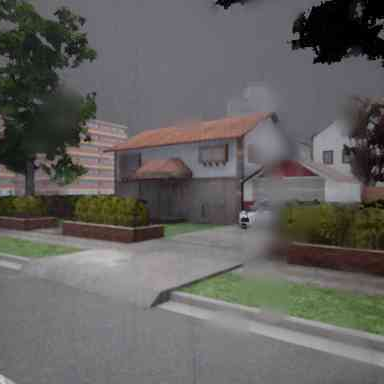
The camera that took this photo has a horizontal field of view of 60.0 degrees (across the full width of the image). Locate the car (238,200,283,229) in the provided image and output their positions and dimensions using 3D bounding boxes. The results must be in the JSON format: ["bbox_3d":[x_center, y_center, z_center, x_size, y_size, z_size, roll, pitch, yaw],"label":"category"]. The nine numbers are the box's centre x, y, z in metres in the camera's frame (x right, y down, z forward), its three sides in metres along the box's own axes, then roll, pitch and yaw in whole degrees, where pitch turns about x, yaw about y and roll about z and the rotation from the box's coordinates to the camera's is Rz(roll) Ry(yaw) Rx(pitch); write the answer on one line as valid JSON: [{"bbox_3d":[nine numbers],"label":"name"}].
[{"bbox_3d":[4.004,1.164,17.454,1.970,1.475,3.806,0,0,36],"label":"car"}]
